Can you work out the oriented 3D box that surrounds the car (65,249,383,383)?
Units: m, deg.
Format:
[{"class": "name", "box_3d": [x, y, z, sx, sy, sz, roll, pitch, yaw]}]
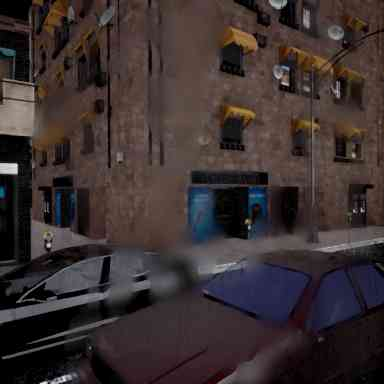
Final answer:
[{"class": "car", "box_3d": [1.404, 1.547, 4.382, 5.357, 1.411, 2.033, 0, 0, -35]}]

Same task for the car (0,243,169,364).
[{"class": "car", "box_3d": [-1.837, 1.566, 5.256, 4.313, 1.339, 1.947, 0, 0, -36]}]
